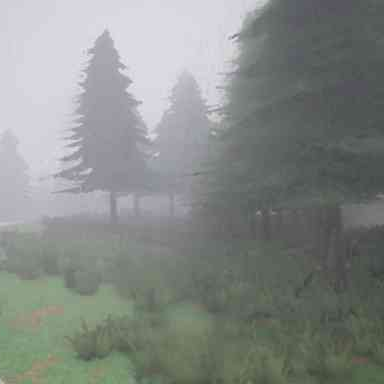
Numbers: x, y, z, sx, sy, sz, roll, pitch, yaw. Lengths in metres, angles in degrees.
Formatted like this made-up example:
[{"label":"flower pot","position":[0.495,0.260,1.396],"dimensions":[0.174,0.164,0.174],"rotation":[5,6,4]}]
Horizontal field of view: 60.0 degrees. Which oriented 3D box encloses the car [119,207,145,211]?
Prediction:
[{"label":"car","position":[-7.146,2.683,43.067],"dimensions":[1.882,1.535,5.008],"rotation":[-7,-9,36]}]
